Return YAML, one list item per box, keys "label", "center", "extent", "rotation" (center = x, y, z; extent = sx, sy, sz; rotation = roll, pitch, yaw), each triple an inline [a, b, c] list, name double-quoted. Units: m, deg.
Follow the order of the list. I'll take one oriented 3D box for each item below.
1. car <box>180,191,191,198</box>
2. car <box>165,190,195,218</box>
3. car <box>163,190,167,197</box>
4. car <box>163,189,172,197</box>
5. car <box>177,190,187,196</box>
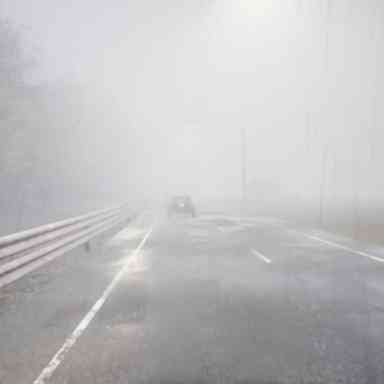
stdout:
- label: "car"
  center: [-1.463, 0.562, 70.552]
  extent: [2.033, 1.411, 5.357]
  rotation: [0, 1, -5]
- label: "car"
  center: [-0.925, 0.996, 26.452]
  extent: [2.097, 1.767, 4.553]
  rotation: [0, 1, -4]
- label: "car"
  center: [-3.895, 0.690, 59.830]
  extent: [1.837, 1.490, 4.892]
  rotation: [0, 0, -5]
- label: "car"
  center: [-5.973, 0.240, 81.393]
  extent: [2.097, 1.767, 4.553]
  rotation: [0, 1, -5]
- label: "car"
  center: [-2.417, 0.256, 80.928]
  extent: [2.033, 1.411, 5.357]
  rotation: [0, 1, -5]
